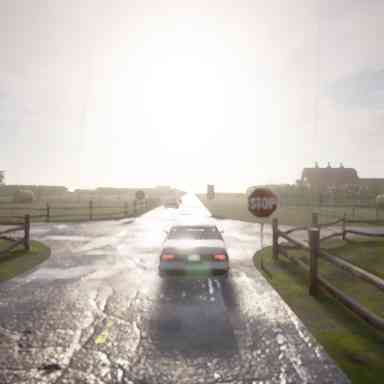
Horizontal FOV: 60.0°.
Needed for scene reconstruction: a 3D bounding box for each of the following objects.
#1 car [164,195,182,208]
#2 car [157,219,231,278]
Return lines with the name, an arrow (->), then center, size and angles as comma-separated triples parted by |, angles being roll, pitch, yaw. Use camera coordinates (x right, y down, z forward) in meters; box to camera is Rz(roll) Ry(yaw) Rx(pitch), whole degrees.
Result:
car -> -2.829, 1.530, 46.741 | 1.895, 1.301, 4.718 | 0, 0, 0
car -> 0.062, 1.530, 10.014 | 2.033, 1.411, 5.357 | 0, 0, 0
